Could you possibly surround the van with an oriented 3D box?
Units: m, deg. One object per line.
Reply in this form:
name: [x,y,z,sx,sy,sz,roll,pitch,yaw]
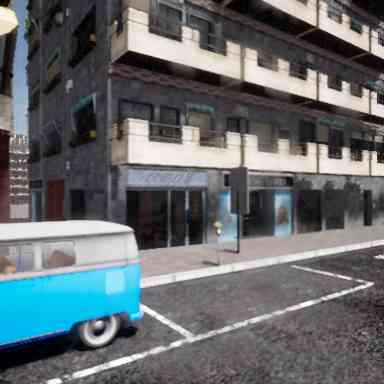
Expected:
van: [-2.674,1.343,4.663,3.998,1.788,1.690,0,-1,-35]
